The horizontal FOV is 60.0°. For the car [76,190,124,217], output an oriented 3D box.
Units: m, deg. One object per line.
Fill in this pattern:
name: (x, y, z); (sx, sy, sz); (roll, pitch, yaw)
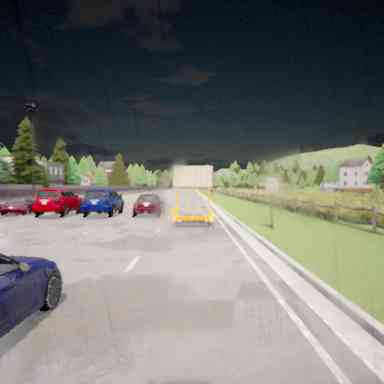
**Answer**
car: (-6.832, 0.816, 25.952); (2.150, 2.045, 5.566); (0, 1, 0)

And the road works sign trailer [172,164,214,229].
road works sign trailer: (0.051, 0.162, 19.280); (2.380, 3.560, 2.880); (0, 1, 0)

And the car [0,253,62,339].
car: (-3.402, 1.454, 4.468); (1.812, 1.442, 4.674); (0, 1, 0)

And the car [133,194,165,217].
car: (-3.329, 0.939, 26.405); (2.097, 1.767, 4.553); (0, 1, 0)

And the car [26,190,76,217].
car: (-10.331, 0.816, 25.957); (2.150, 2.045, 5.566); (0, 1, 0)

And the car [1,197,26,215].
car: (-13.827, 1.135, 27.508); (1.994, 1.385, 4.181); (0, 1, 0)
